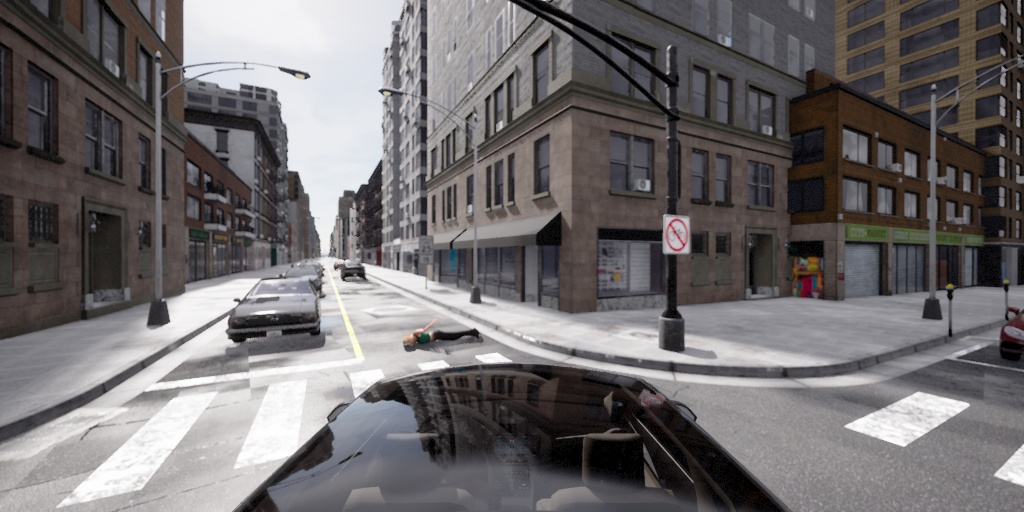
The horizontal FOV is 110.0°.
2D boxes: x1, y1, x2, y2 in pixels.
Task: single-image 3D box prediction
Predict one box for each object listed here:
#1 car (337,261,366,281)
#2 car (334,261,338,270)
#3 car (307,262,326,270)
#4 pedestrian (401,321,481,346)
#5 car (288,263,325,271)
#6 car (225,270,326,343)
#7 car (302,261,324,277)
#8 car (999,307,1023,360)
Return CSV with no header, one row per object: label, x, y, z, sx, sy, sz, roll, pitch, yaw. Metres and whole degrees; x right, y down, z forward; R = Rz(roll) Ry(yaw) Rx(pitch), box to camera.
car,-13.880,1.280,31.229,1.837,1.490,4.892,0,0,-28
car,-24.752,1.377,51.900,1.895,1.301,4.718,0,0,-27
car,-15.367,1.281,27.193,1.837,1.490,4.892,0,0,-28
pedestrian,-1.678,1.813,8.236,1.860,0.375,0.375,0,39,-28
car,-10.911,1.296,18.692,1.812,1.442,4.674,0,0,-28
car,-6.447,1.309,10.204,2.033,1.411,5.357,0,0,-28
car,-20.116,1.305,36.306,1.812,1.442,4.674,0,0,-27
car,11.673,1.459,7.270,4.207,1.307,1.802,0,0,-28
